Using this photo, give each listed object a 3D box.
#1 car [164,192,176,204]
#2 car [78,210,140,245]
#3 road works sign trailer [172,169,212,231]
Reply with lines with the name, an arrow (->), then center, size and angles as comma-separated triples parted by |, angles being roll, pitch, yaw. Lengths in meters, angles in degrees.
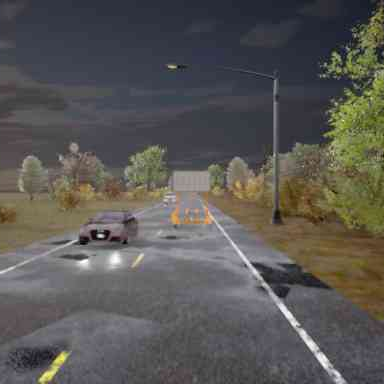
car -> -3.552, 1.022, 56.775 | 2.150, 2.045, 5.566 | 0, 0, 1
car -> -3.602, 1.522, 15.050 | 1.994, 1.385, 4.181 | 0, 0, 0
road works sign trailer -> -0.002, 0.407, 20.225 | 2.380, 3.560, 2.880 | 0, 0, 0
